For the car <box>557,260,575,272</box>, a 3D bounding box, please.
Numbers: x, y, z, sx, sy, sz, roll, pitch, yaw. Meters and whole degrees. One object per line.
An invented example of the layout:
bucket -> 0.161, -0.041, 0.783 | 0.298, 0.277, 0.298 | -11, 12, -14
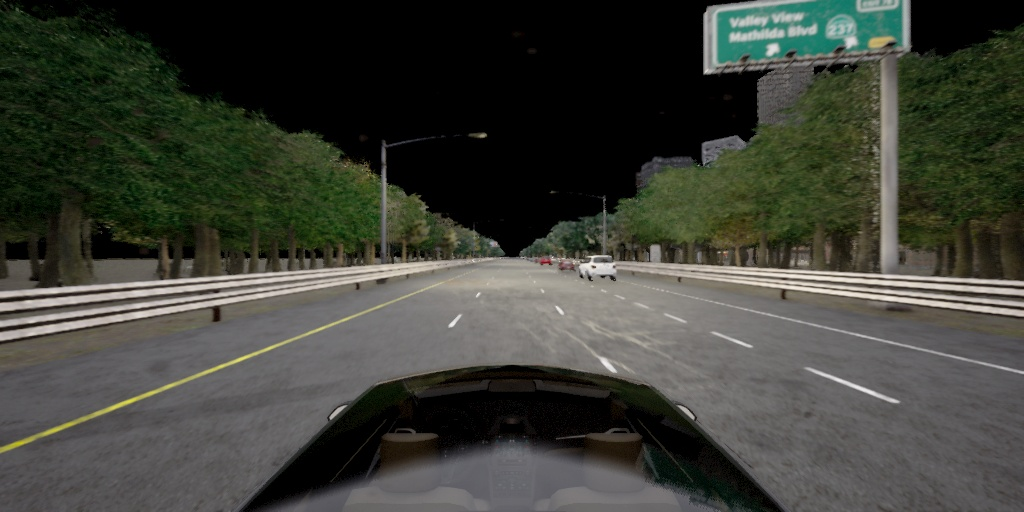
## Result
car -> 7.015, 1.295, 46.786 | 1.812, 1.442, 4.674 | 0, 0, 0

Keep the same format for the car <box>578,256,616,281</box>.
car -> 7.011, 0.985, 29.869 | 2.150, 2.045, 5.566 | 0, 0, 0
